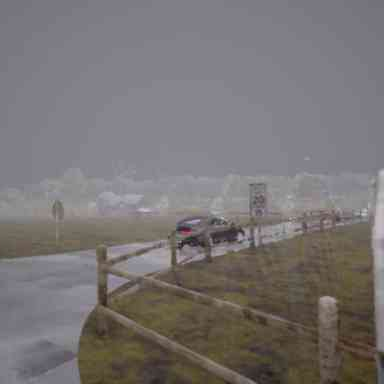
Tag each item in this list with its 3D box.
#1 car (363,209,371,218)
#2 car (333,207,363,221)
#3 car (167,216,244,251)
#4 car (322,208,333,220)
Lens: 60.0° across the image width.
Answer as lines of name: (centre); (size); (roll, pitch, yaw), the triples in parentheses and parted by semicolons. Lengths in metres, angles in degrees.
car: (25.207, 3.213, 49.265); (1.812, 1.442, 4.674); (-3, -4, 36)
car: (19.384, 2.892, 41.289); (1.994, 1.385, 4.181); (-3, -4, 37)
car: (0.822, 1.924, 16.260); (1.837, 1.490, 4.892); (-3, -3, 36)
car: (19.543, 2.942, 46.237); (2.097, 1.767, 4.553); (-3, -4, 36)
